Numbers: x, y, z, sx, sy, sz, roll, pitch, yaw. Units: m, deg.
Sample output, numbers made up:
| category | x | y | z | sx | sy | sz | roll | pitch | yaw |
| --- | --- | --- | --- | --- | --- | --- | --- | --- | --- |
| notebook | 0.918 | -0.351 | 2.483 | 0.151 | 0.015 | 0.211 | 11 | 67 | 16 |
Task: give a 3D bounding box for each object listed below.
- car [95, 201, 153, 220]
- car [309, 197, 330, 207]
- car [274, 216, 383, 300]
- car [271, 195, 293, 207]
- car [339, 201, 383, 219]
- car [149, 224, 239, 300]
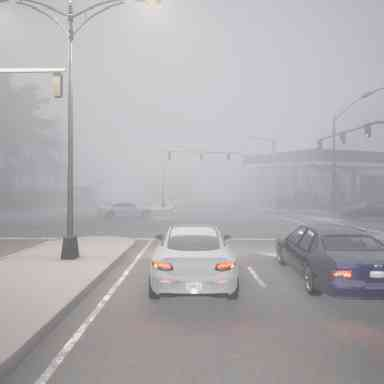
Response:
| category | x | y | z | sx | sy | sz | roll | pitch | yaw |
| --- | --- | --- | --- | --- | --- | --- | --- | --- | --- |
| car | -5.541 | 1.479 | 27.224 | 4.674 | 1.442 | 1.812 | 0 | 1 | -26 |
| car | 18.630 | 1.433 | 48.691 | 1.970 | 1.475 | 3.806 | 0 | 0 | 0 |
| car | 3.511 | 1.545 | 8.567 | 2.033 | 1.411 | 5.357 | 0 | 0 | 3 |
| car | 12.891 | 1.261 | 47.890 | 2.242 | 1.667 | 4.611 | 0 | 0 | 0 |
| car | 14.749 | 1.523 | 27.755 | 4.674 | 1.442 | 1.812 | 0 | 0 | -1 |
| car | 0.032 | 1.516 | 8.260 | 1.812 | 1.442 | 4.674 | 0 | 0 | 0 |
